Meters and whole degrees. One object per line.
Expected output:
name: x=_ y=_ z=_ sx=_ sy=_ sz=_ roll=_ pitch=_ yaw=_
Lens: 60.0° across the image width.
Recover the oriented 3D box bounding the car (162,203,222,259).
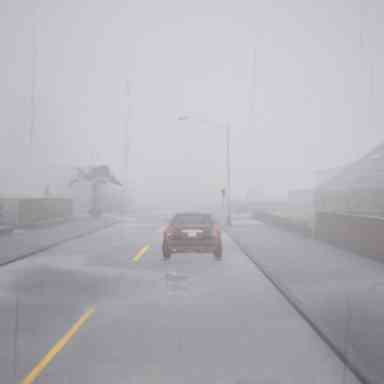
car: x=0.019 y=1.494 z=13.397 sx=2.097 sy=1.767 sz=4.553 roll=0 pitch=-1 yaw=0

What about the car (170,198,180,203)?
car: x=-3.987 y=2.167 z=76.782 sx=2.097 sy=1.767 sz=4.553 roll=0 pitch=-1 yaw=0

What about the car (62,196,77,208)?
car: x=-19.749 y=1.536 z=51.895 sx=1.905 sy=1.878 sz=3.866 roll=0 pitch=-1 yaw=35
